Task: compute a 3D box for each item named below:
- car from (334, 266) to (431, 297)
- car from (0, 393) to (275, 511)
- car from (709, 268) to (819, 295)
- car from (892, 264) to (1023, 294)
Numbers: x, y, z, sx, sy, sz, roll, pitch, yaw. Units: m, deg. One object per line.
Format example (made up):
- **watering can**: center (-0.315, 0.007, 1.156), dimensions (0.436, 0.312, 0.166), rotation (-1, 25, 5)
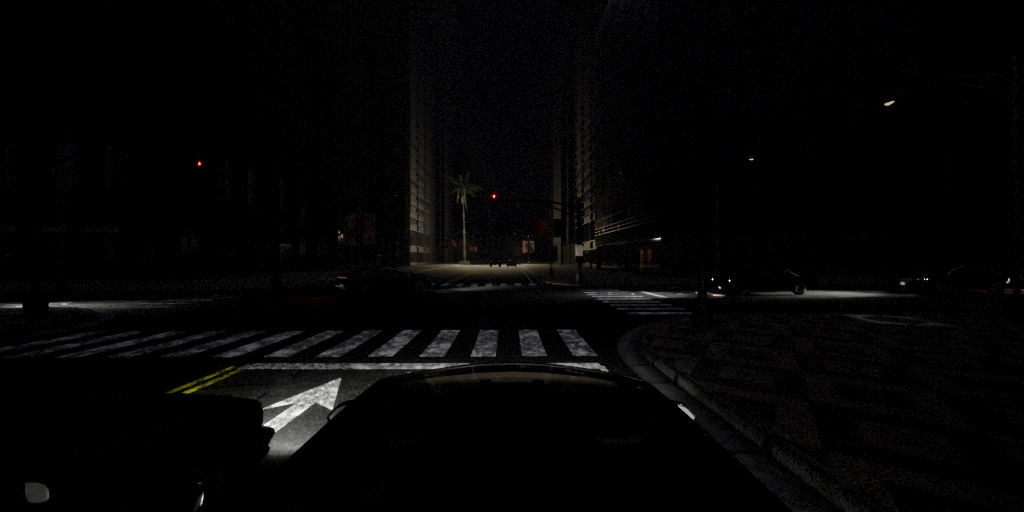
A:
- **car**: center (-6.738, 1.265, 19.100), dimensions (4.902, 1.511, 2.128), rotation (0, 0, -41)
- **car**: center (-3.176, 1.297, 0.710), dimensions (2.033, 1.411, 5.357), rotation (0, 0, 4)
- **car**: center (12.996, 1.316, 18.734), dimensions (4.718, 1.301, 1.895), rotation (0, 0, -2)
- **car**: center (23.002, 1.173, 18.900), dimensions (4.902, 1.511, 2.128), rotation (0, 0, -1)
